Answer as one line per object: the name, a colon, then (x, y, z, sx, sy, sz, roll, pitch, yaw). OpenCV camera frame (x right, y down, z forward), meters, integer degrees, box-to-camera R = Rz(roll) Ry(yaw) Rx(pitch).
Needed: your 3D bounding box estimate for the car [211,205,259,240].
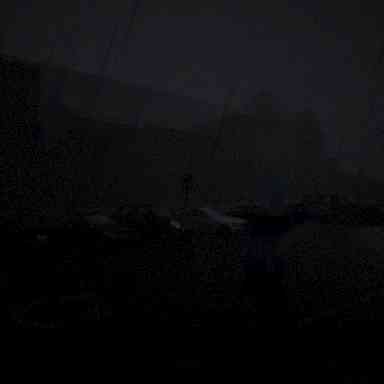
car: (0.717, 1.517, 17.061, 4.674, 1.452, 2.002, -1, -1, 35)

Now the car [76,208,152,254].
car: (-4.170, 1.535, 13.581, 4.674, 1.452, 2.002, -1, -1, 35)

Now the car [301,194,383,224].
car: (10.521, 1.170, 24.015, 5.566, 2.045, 2.435, -1, -1, 35)

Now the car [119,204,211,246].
car: (-1.753, 1.361, 15.339, 4.553, 1.767, 2.185, -1, -1, 35)

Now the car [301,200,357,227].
car: (8.078, 1.463, 22.269, 4.792, 1.488, 2.163, -1, -1, 35)

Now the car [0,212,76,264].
car: (-6.647, 1.523, 11.845, 4.792, 1.488, 2.163, -1, -1, 35)

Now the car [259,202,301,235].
car: (3.166, 1.464, 18.794, 5.008, 1.535, 2.097, -1, 0, 35)
